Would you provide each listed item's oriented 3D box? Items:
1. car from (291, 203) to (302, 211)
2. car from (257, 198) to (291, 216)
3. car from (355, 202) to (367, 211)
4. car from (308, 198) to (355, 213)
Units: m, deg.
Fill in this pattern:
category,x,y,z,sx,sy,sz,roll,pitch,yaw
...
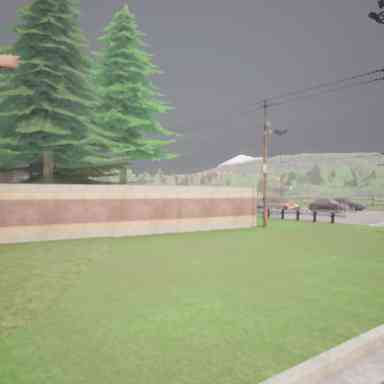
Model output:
category,x,y,z,sx,sy,sz,roll,pitch,yaw
car,9.225,1.377,34.802,2.097,1.767,4.553,0,0,-36
car,6.663,1.513,32.370,2.128,1.511,4.902,0,0,-36
car,18.394,1.538,40.046,1.837,1.490,4.892,0,0,-36
car,15.587,1.557,37.952,1.812,1.442,4.674,0,0,-36
